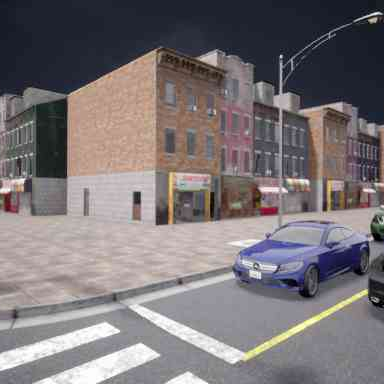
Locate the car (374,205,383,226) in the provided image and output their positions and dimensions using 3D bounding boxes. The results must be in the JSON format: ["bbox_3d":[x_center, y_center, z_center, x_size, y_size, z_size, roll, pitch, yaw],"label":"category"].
[{"bbox_3d":[10.272,1.191,15.346,5.566,2.045,2.150,0,0,-42],"label":"car"}]

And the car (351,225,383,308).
[{"bbox_3d":[5.248,1.491,6.813,4.892,1.490,1.837,0,0,-43],"label":"car"}]

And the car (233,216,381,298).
[{"bbox_3d":[3.061,1.502,8.677,4.674,1.442,1.812,0,0,-43],"label":"car"}]
